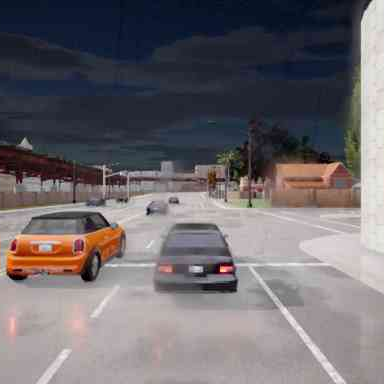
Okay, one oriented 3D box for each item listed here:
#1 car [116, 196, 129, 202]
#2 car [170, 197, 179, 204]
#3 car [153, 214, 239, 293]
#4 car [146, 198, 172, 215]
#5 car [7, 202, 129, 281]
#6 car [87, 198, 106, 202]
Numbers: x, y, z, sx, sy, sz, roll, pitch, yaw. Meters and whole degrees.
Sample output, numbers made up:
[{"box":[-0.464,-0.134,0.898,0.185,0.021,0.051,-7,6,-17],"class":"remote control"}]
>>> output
[{"box":[-14.134,1.601,68.043,1.994,1.385,4.181,0,0,0],"class":"car"},{"box":[-3.526,1.564,63.930,1.994,1.385,4.181,0,0,0],"class":"car"},{"box":[0.074,1.547,8.962,2.033,1.411,5.357,0,0,0],"class":"car"},{"box":[-3.467,1.564,33.955,1.994,1.385,4.181,0,0,0],"class":"car"},{"box":[-3.426,1.352,10.028,2.097,1.767,4.553,0,0,2],"class":"car"},{"box":[-14.196,1.547,49.376,2.033,1.411,5.357,0,0,0],"class":"car"}]
